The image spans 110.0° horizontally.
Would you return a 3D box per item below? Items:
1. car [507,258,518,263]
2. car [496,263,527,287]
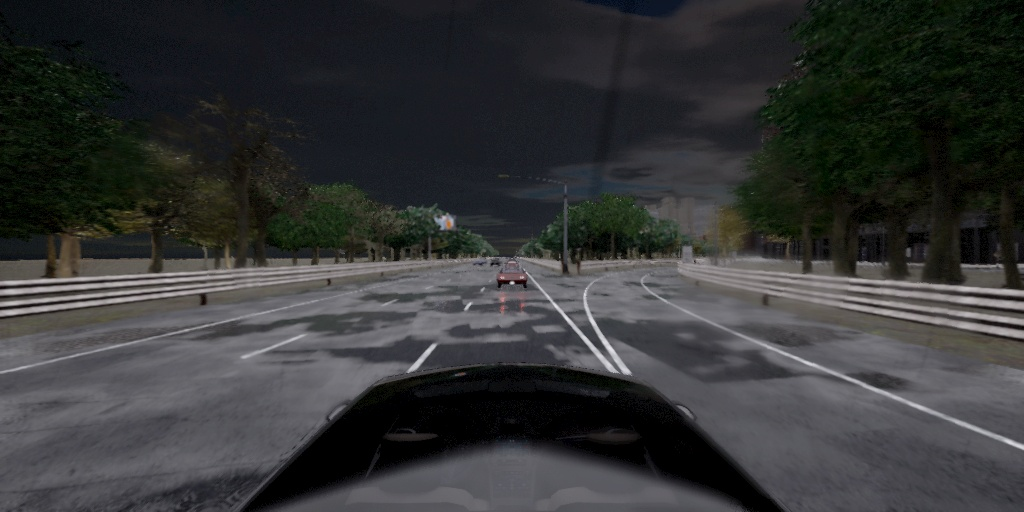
[{"bbox_3d":[0.030,1.286,48.351,1.812,1.442,4.674,0,0,0],"label":"car"},{"bbox_3d":[0.016,1.351,24.185,1.895,1.301,4.718,0,0,0],"label":"car"}]
